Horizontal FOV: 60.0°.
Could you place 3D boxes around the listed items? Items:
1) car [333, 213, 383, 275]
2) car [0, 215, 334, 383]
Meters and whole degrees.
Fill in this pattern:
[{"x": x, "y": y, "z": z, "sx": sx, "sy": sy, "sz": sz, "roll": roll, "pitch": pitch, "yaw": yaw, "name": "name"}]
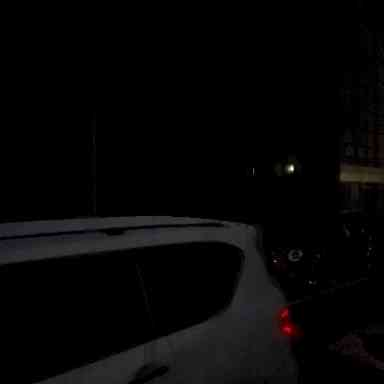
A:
[{"x": 3.215, "y": 1.439, "z": 9.116, "sx": 4.097, "sy": 1.590, "sz": 1.967, "roll": 0, "pitch": 0, "yaw": -38, "name": "car"}, {"x": -1.677, "y": 1.244, "z": 1.984, "sx": 5.566, "sy": 2.045, "sz": 2.150, "roll": 0, "pitch": 0, "yaw": -38, "name": "car"}]
